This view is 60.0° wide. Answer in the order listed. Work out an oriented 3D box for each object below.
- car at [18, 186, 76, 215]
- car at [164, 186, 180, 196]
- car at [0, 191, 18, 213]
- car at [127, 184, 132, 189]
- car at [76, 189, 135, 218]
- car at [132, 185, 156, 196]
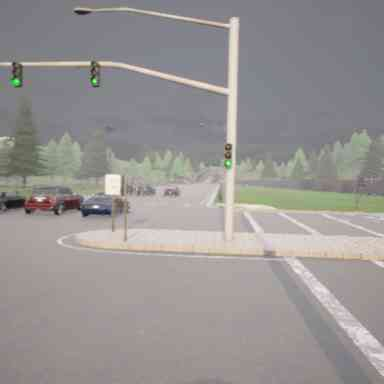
[{"bbox_3d":[-8.644,0.423,21.403,2.097,1.767,4.553,1,2,5],"label":"car"},{"bbox_3d":[-2.798,-0.168,47.557,1.812,1.442,4.674,1,2,5],"label":"car"},{"bbox_3d":[-12.158,0.594,21.465,1.895,1.301,4.718,1,2,5],"label":"car"},{"bbox_3d":[-9.709,-0.403,48.673,1.882,1.535,5.008,1,2,5],"label":"car"},{"bbox_3d":[-5.205,0.735,20.645,1.994,1.385,4.181,1,2,5],"label":"car"},{"bbox_3d":[-6.370,-0.252,46.744,2.128,1.511,4.902,1,2,5],"label":"car"}]
